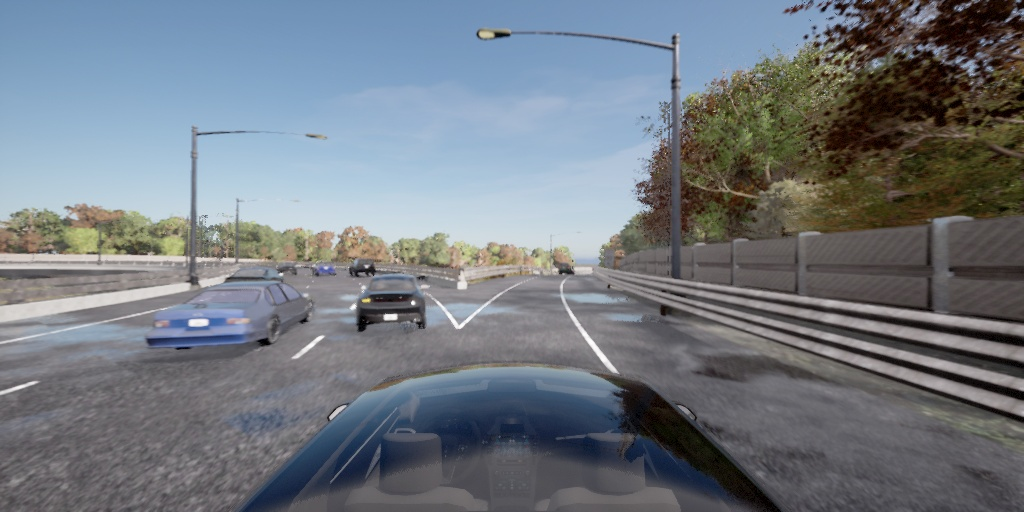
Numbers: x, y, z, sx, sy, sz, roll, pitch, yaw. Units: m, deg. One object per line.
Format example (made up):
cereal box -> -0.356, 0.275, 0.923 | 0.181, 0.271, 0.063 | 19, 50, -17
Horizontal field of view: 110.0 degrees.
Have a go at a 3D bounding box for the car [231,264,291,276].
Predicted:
car -> -13.930, 1.366, 19.702 | 1.882, 1.535, 5.008 | 1, -1, -21

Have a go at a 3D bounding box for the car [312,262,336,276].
car -> -22.772, 1.456, 43.343 | 2.097, 1.767, 4.553 | 1, -1, -35

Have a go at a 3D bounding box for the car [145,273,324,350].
car -> -6.697, 1.353, 9.314 | 2.033, 1.411, 5.357 | 0, -1, -16

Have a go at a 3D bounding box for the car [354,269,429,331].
car -> -3.765, 1.344, 11.522 | 1.837, 1.490, 4.892 | 1, -1, -16

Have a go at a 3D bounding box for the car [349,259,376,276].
car -> -17.410, 1.327, 41.677 | 2.150, 2.045, 5.566 | 1, -1, -33

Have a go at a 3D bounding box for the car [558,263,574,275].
car -> 9.539, 2.337, 64.289 | 2.150, 2.045, 5.566 | 0, -4, 13

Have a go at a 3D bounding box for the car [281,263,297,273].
car -> -28.035, 1.604, 44.662 | 1.837, 1.490, 4.892 | 1, -1, -37
